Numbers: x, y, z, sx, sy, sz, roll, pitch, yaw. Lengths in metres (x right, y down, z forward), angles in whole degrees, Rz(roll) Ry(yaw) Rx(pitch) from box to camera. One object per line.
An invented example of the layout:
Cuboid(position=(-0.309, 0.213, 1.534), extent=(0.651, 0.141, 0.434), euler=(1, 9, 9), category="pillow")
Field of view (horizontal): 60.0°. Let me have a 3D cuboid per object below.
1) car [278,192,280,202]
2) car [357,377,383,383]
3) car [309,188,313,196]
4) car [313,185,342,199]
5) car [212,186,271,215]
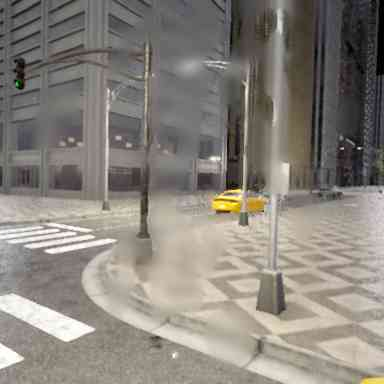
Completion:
Cuboid(position=(6.943, 0.245, 31.874), extent=(1.837, 1.490, 4.892), euler=(3, 3, 36), category="car")
Cuboid(position=(2.824, 1.565, 0.976), extent=(4.829, 1.417, 1.752), euler=(2, 2, 35), category="car")
Cuboid(position=(18.063, -0.197, 47.158), extent=(2.128, 1.511, 4.902), euler=(3, 3, 36), category="car")
Cuboid(position=(16.650, 0.054, 39.892), extent=(2.128, 1.511, 4.902), euler=(3, 3, 36), category="car")
Cuboid(position=(3.163, 0.620, 21.071), extent=(1.882, 1.535, 5.008), euler=(3, 3, 35), category="car")
